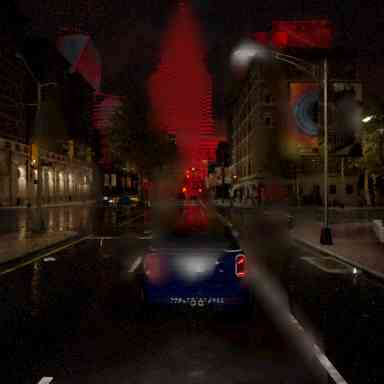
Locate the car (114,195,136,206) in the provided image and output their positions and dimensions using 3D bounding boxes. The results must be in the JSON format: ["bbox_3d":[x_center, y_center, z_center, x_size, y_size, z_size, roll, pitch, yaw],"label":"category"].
[{"bbox_3d":[-11.391,1.526,56.725,1.812,1.442,4.674,0,0,0],"label":"car"}]

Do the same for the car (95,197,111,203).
[{"bbox_3d":[-18.021,1.595,67.401,1.895,1.301,4.718,0,0,0],"label":"car"}]

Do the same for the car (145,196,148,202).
[{"bbox_3d":[-11.243,1.552,75.746,1.994,1.385,4.181,0,0,0],"label":"car"}]

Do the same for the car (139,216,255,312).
[{"bbox_3d":[0.100,1.352,7.891,2.097,1.767,4.553,0,0,0],"label":"car"}]

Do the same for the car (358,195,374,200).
[{"bbox_3d":[34.678,1.481,68.615,2.231,1.521,4.892,0,0,0],"label":"car"}]

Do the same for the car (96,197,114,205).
[{"bbox_3d":[-14.881,1.547,57.899,2.033,1.411,5.357,0,0,0],"label":"car"}]

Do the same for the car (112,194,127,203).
[{"bbox_3d":[-14.770,1.352,68.009,2.097,1.767,4.553,0,0,0],"label":"car"}]

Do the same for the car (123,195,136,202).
[{"bbox_3d":[-14.734,1.525,78.410,2.128,1.511,4.902,0,0,0],"label":"car"}]

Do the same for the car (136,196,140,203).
[{"bbox_3d":[-11.306,1.477,65.873,1.882,1.535,5.008,0,0,1],"label":"car"}]
